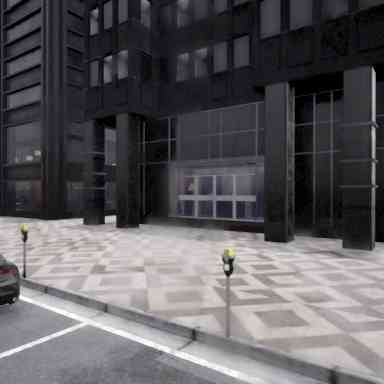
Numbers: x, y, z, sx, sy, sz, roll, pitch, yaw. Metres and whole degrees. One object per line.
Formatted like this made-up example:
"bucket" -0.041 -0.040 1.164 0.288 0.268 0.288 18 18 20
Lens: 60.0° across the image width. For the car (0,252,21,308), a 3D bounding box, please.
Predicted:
"car" -5.116 1.551 6.614 4.403 1.369 2.008 0 0 36
